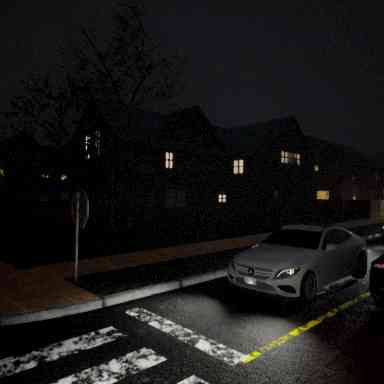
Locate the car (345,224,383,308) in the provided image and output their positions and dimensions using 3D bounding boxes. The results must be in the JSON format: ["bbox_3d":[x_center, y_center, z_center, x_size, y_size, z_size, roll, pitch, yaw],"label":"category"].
[{"bbox_3d":[5.306,1.481,6.787,4.902,1.511,2.128,0,0,-42],"label":"car"}]

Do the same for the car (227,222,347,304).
[{"bbox_3d":[2.868,1.537,8.377,4.674,1.442,1.812,0,0,-44],"label":"car"}]
